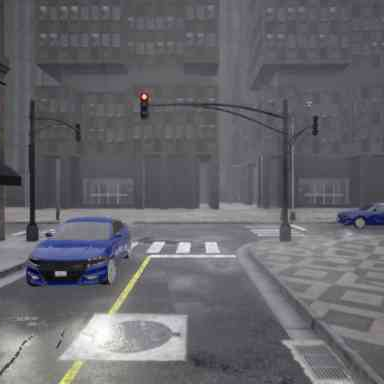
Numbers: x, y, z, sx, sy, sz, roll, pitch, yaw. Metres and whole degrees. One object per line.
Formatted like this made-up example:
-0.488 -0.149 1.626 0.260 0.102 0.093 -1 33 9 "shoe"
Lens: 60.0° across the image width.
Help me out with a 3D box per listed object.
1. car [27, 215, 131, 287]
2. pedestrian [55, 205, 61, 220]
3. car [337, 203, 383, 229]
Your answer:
-2.924 1.474 9.591 1.882 1.535 5.008 1 0 -3 "car"
-9.827 1.523 24.340 0.500 1.100 0.500 0 0 1 "pedestrian"
11.803 1.450 21.054 5.008 1.535 1.882 0 0 1 "car"
